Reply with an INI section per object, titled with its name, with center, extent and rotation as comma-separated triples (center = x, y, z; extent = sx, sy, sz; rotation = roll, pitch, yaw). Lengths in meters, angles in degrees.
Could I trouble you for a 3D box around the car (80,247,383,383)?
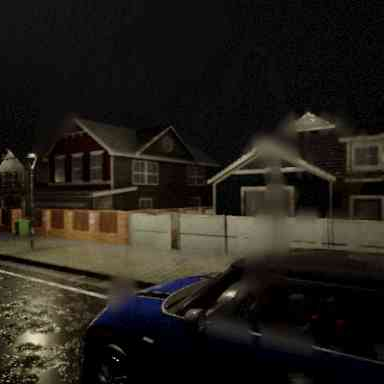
[car]
center = 0.943, 1.369, 3.321
extent = 4.553, 1.767, 2.097
rotation = -1, -1, 36
